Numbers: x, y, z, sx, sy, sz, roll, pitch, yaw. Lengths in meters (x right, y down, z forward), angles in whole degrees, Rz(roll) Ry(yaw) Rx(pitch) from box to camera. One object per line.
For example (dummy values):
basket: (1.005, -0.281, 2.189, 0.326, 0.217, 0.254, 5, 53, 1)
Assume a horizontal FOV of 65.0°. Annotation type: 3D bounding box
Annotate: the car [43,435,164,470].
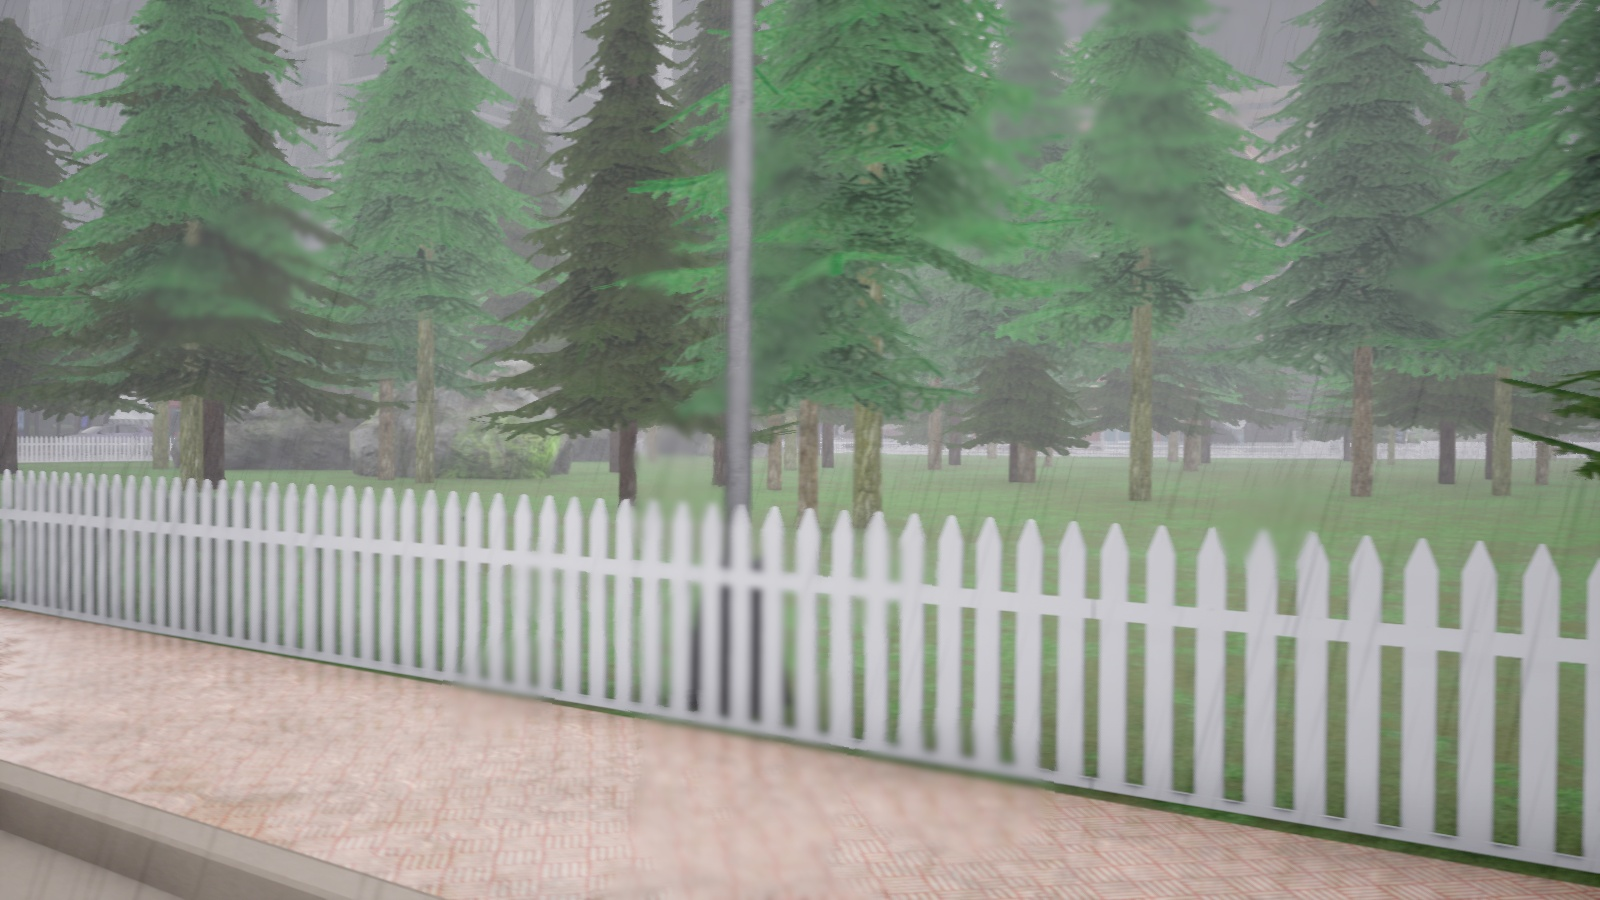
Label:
car: (-34.840, 0.118, 62.945, 2.033, 1.649, 4.856, 0, 1, 35)
